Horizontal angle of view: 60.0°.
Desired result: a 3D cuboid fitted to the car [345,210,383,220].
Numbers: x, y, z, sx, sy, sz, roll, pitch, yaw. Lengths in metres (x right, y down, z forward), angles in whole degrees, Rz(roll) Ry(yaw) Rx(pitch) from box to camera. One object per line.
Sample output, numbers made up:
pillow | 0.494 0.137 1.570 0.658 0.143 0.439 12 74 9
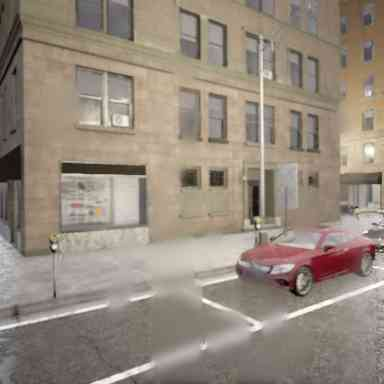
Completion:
car | 7.603 1.413 11.648 4.403 1.369 2.008 -1 0 -36

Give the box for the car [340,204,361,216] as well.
car | 11.311 1.247 27.478 1.895 1.301 4.718 -1 1 -36

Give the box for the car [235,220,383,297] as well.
car | 2.986 1.505 8.338 4.206 1.307 1.802 -1 0 -36
